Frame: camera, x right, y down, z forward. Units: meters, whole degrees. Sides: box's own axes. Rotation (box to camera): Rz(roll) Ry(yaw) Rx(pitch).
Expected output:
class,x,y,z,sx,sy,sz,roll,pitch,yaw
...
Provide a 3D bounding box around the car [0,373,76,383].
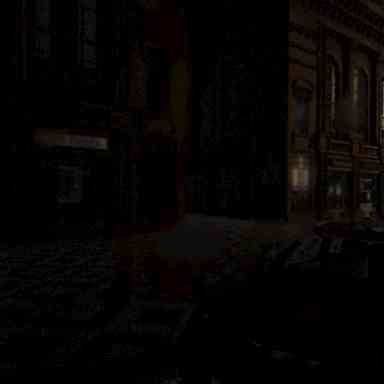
class,x,y,z,sx,sy,sz,roll,pitch,yaw
car,-2.294,1.560,0.929,4.206,1.307,1.802,0,1,-35

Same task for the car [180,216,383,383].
class,x,y,z,sx,sy,sz,roll,pitch,yaw
car,2.307,1.302,4.125,5.009,1.841,2.192,0,1,-35
